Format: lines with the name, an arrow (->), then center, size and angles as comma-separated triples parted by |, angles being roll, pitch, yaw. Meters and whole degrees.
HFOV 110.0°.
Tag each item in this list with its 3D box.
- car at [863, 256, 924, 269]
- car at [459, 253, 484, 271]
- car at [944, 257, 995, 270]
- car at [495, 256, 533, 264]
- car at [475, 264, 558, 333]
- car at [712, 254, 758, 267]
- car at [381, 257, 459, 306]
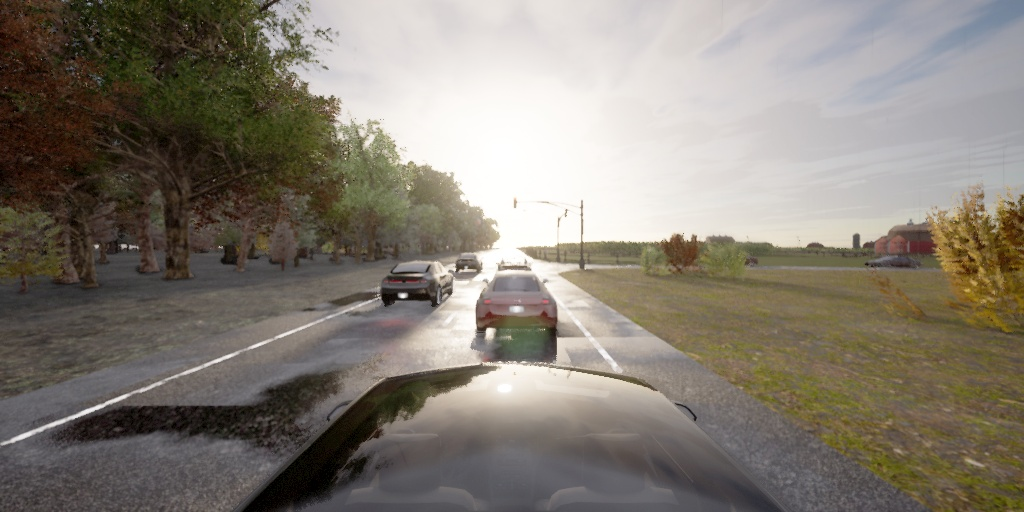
car -> 44.158, 0.732, 41.512 | 5.357, 1.411, 2.033 | 1, 1, 1
car -> -3.388, 0.504, 28.975 | 1.837, 1.490, 4.892 | 0, 2, 0
car -> 48.919, 0.628, 37.924 | 4.553, 1.767, 2.097 | 1, 1, 0
car -> 0.108, 0.756, 19.322 | 2.128, 1.511, 4.902 | 0, 2, 0
car -> 0.102, 1.088, 9.917 | 1.994, 1.385, 4.181 | 0, 2, 0
car -> 25.742, 0.457, 41.627 | 5.008, 1.535, 1.882 | 1, 1, 0
car -> -3.395, 0.926, 13.593 | 1.837, 1.490, 4.892 | 0, 1, 0
